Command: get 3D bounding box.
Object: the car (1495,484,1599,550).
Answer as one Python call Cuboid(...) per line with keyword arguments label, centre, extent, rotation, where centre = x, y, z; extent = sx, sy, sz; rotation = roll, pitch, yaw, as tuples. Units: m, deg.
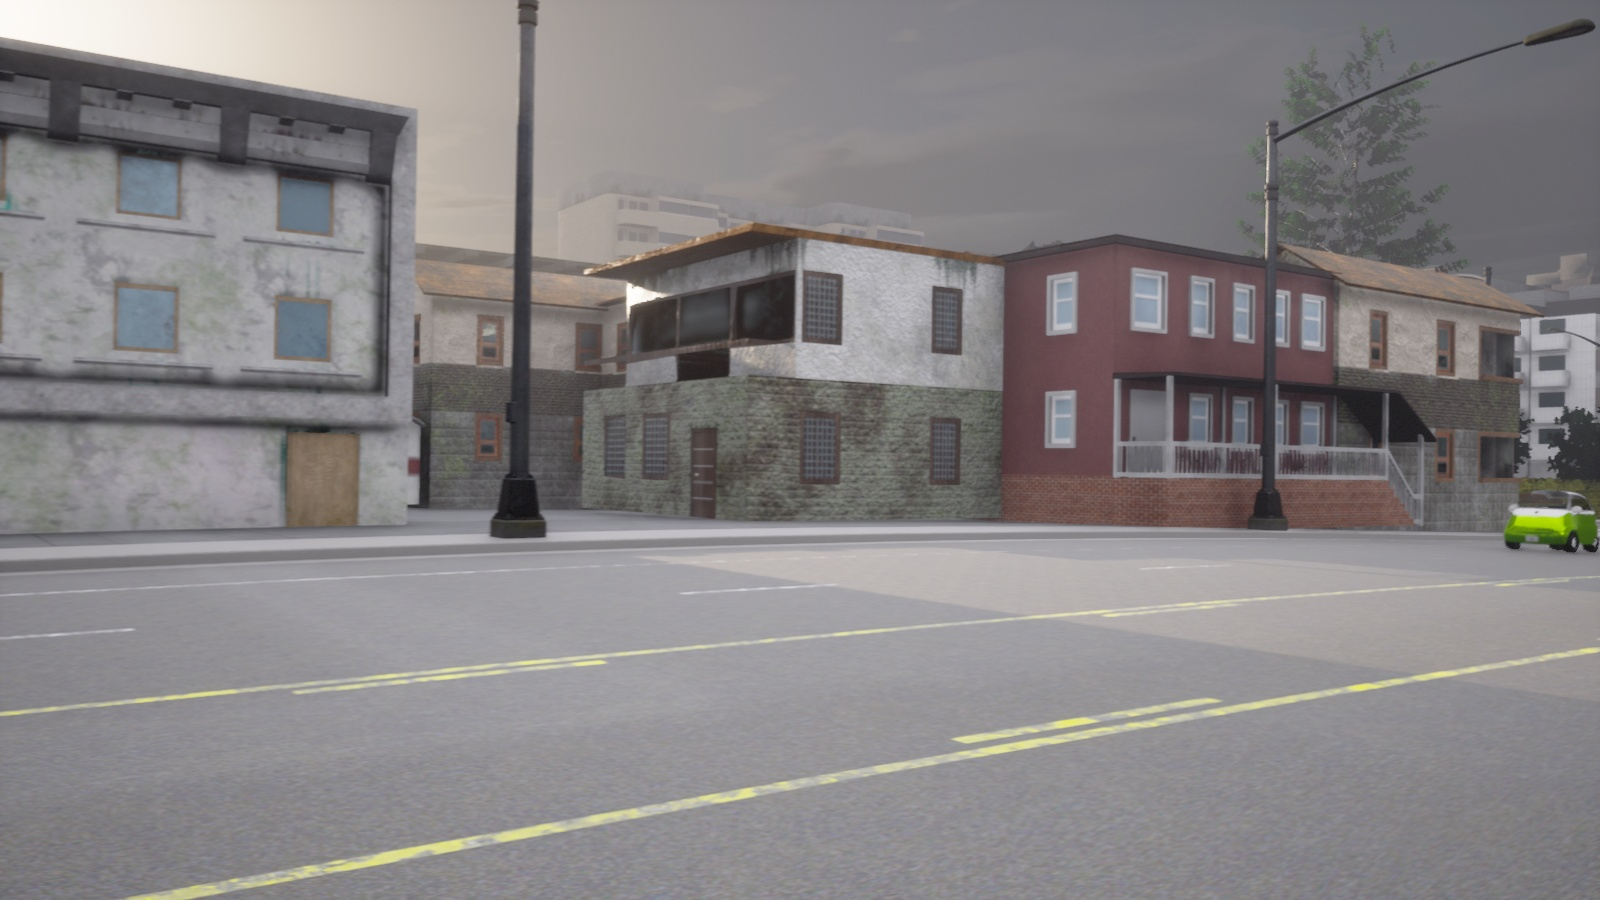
Cuboid(label="car", centre=(16.940, 1.513, 28.202), extent=(2.207, 1.376, 1.481), rotation=(4, -2, -35))
